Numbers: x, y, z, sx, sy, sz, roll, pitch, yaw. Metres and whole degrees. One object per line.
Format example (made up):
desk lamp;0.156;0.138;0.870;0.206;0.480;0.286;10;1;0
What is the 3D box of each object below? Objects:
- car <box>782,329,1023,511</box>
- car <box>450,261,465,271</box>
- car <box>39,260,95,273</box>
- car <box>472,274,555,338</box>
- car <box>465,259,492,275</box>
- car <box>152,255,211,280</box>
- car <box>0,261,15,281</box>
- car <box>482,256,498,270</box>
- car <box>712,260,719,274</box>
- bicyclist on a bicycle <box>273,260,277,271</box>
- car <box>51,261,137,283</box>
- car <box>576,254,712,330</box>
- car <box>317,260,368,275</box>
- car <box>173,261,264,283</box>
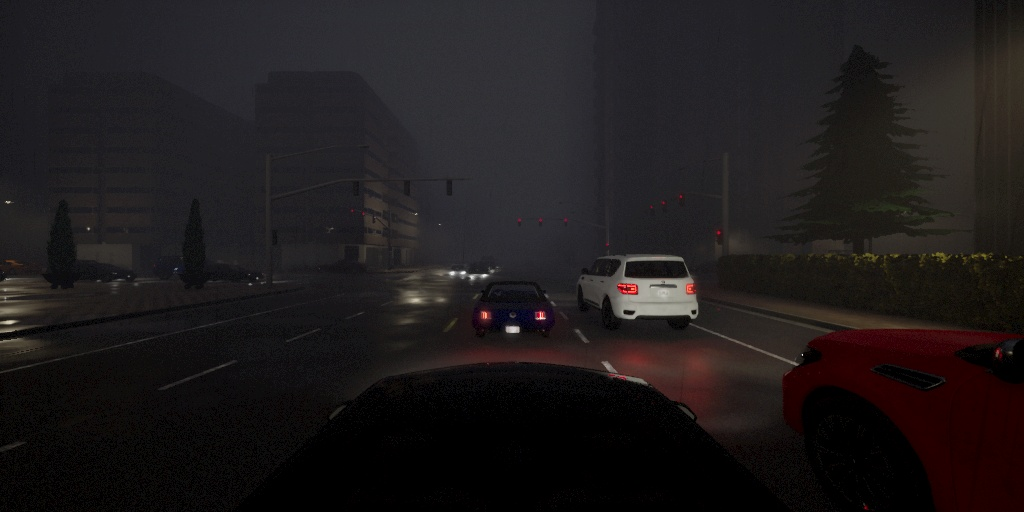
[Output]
car;3.601;0.971;0.960;2.150;2.045;5.566;0;0;0
car;-7.172;1.351;49.010;1.895;1.301;4.718;0;0;0
car;-36.972;1.102;30.947;4.553;1.767;2.097;0;0;1
car;0.044;1.351;10.192;1.895;1.301;4.718;0;0;0
car;-3.657;1.314;39.827;1.994;1.385;4.181;0;0;0
car;-27.503;0.972;30.863;5.566;2.045;2.150;0;0;0
car;-41.844;1.276;27.486;4.674;1.442;1.812;0;0;1
car;-3.673;0.968;54.418;2.150;2.045;5.566;0;0;0
car;20.821;1.228;37.652;5.008;1.535;1.882;0;0;1
bicyclist on a bicycle;-28.698;1.051;42.856;0.582;1.620;1.656;0;0;0
car;-31.591;1.276;27.399;4.674;1.442;1.812;0;0;1
car;3.574;0.971;11.321;2.150;2.045;5.566;0;0;-2
car;-17.900;1.227;38.024;5.008;1.535;1.882;0;1;-3
car;-22.007;1.297;27.292;5.357;1.411;2.033;0;0;1
